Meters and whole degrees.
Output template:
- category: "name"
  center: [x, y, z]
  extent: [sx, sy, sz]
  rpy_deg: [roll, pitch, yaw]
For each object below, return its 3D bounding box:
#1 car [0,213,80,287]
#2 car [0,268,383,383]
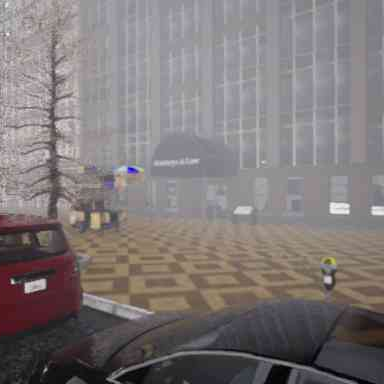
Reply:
- category: "car"
  center: [-3.973, 1.280, 5.622]
  extent: [5.009, 1.841, 2.192]
  rpy_deg: [0, 0, 35]
- category: "car"
  center: [0.588, 1.548, 2.480]
  extent: [4.313, 1.339, 1.947]
  rpy_deg: [0, 0, 35]
